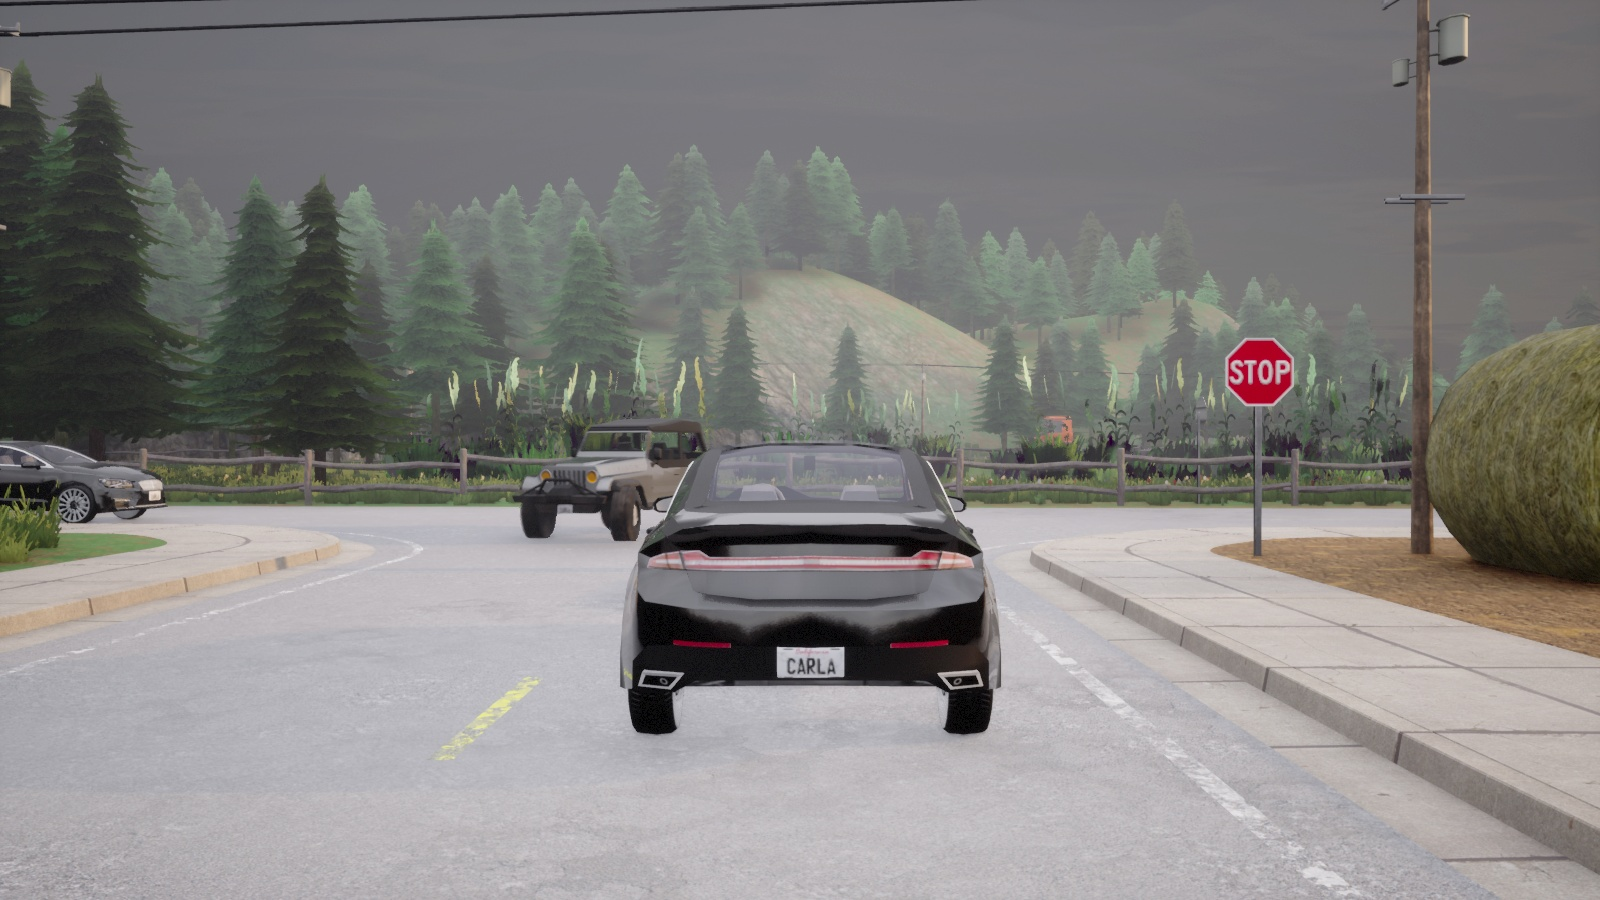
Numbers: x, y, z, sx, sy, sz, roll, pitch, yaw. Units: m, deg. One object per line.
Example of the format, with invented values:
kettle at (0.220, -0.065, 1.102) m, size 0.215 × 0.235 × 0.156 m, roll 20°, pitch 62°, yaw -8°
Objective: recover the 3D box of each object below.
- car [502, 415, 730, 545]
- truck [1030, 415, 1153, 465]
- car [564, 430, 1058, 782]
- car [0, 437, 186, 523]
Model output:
car at (-2.836, 0.414, 20.227) m, size 1.905 × 1.878 × 3.866 m, roll 0°, pitch 0°, yaw 23°
truck at (20.365, -0.716, 88.034) m, size 7.936 × 3.462 × 2.891 m, roll 0°, pitch 0°, yaw -3°
car at (0.061, 0.658, 7.862) m, size 2.128 × 1.511 × 4.902 m, roll 0°, pitch 0°, yaw 0°
car at (-14.394, 0.524, 23.385) m, size 4.902 × 1.511 × 2.128 m, roll 0°, pitch 0°, yaw 3°
